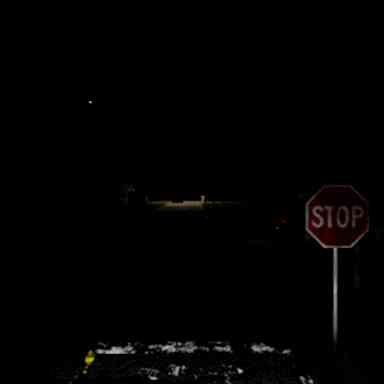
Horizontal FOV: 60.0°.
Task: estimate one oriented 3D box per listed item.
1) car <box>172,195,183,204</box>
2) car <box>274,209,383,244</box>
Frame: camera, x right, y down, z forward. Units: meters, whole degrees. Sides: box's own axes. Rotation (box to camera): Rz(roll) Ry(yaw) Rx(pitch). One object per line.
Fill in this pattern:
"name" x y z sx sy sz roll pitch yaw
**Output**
"car" -2.891 1.438 67.327 2.097 1.767 4.553 0 0 0
"car" 6.307 1.435 15.237 5.008 1.535 1.882 0 0 -5
